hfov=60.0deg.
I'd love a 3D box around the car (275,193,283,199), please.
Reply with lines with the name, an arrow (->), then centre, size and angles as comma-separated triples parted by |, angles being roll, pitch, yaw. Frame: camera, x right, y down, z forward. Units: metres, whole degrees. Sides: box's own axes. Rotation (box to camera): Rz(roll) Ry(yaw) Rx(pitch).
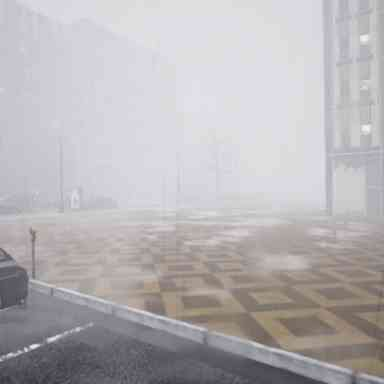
car -> 18.928, 0.953, 77.569 | 2.008, 1.369, 4.403 | -1, 0, 36

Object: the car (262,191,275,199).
car -> 15.685, 0.756, 73.091 | 2.192, 1.841, 5.009 | -1, 0, 36

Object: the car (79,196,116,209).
car -> -12.442, 1.344, 44.101 | 1.812, 1.442, 4.674 | -1, 0, 36

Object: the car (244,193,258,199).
car -> 15.381, 1.060, 86.961 | 1.947, 1.339, 4.313 | -1, 0, 36

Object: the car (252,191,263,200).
car -> 12.448, 1.061, 68.613 | 1.802, 1.307, 4.206 | -1, 0, 36

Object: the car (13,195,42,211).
car -> -20.264, 1.247, 37.701 | 2.192, 1.841, 5.009 | -1, 0, 36

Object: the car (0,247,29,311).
car -> -4.944, 1.557, 6.570 | 4.403, 1.369, 2.008 | 0, -1, 35

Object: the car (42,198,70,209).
car -> -17.021, 1.434, 42.180 | 1.887, 1.381, 4.507 | -1, 0, 36

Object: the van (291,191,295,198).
van -> 25.407, 0.670, 86.526 | 1.690, 1.788, 3.998 | -1, 0, 36

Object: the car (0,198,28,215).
car -> -16.714, 1.428, 28.309 | 1.802, 1.307, 4.206 | -1, 0, 36

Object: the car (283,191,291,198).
car -> 22.169, 0.947, 82.048 | 1.802, 1.307, 4.206 | -1, 0, 36

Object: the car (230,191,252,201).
car -> 9.208, 1.063, 64.135 | 1.887, 1.381, 4.507 | -1, 0, 36

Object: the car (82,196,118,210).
car -> -10.234, 1.201, 37.266 | 1.967, 1.590, 4.097 | -1, 0, 36

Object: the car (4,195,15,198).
car -> -20.676, 1.403, 32.707 | 1.882, 1.535, 5.008 | -1, 0, 37

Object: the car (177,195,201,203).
car -> -0.511, 1.276, 60.419 | 1.895, 1.301, 4.718 | -1, 0, 36

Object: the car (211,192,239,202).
car -> 5.967, 1.108, 59.657 | 2.008, 1.369, 4.403 | -1, 0, 36

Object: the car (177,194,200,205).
car -> -0.514, 1.077, 50.700 | 1.967, 1.590, 4.097 | -1, 0, 36
